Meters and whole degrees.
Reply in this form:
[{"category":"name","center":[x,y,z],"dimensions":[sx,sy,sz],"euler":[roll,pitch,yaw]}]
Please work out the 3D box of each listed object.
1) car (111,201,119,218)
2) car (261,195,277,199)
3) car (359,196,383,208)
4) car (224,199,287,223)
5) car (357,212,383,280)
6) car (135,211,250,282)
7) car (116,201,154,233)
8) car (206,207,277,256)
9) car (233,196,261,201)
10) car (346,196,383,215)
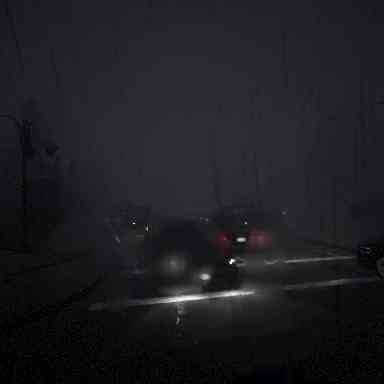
[{"category":"car","center":[-6.301,1.514,30.108],"dimensions":[2.033,1.411,5.357],"euler":[0,0,-17]},{"category":"car","center":[10.273,1.273,47.159],"dimensions":[2.152,1.636,5.027],"euler":[0,0,-17]},{"category":"car","center":[23.838,1.268,43.259],"dimensions":[1.845,1.501,3.633],"euler":[0,0,-17]},{"category":"car","center":[2.889,1.464,19.683],"dimensions":[5.357,1.411,2.033],"euler":[-3,1,-21]},{"category":"car","center":[6.746,1.474,8.030],"dimensions":[5.008,1.535,1.882],"euler":[0,0,36]},{"category":"car","center":[-0.369,1.542,10.134],"dimensions":[2.033,1.411,5.357],"euler":[0,0,-15]},{"category":"car","center":[-3.121,1.528,19.963],"dimensions":[2.033,1.411,5.357],"euler":[0,0,-17]},{"category":"car","center":[1.378,1.538,12.909],"dimensions":[2.033,1.411,5.357],"euler":[0,0,-4]},{"category":"car","center":[7.287,1.284,46.197],"dimensions":[2.007,1.523,4.514],"euler":[0,0,-17]},{"category":"car","center":[15.557,1.352,29.256],"dimensions":[1.970,1.475,3.806],"euler":[0,0,-17]}]
